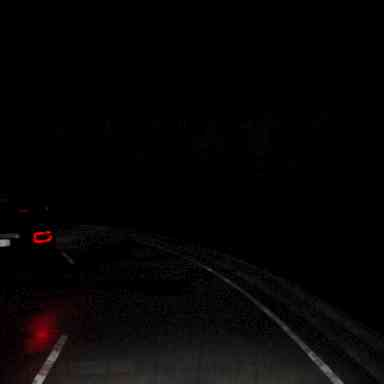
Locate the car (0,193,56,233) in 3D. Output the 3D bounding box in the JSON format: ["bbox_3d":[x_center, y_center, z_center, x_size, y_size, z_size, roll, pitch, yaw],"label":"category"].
[{"bbox_3d":[-10.850,1.093,19.441,5.566,2.045,2.150,0,0,26],"label":"car"}]

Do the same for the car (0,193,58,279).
[{"bbox_3d":[-5.129,1.159,9.505,2.150,2.045,5.566,1,0,-24],"label":"car"}]
